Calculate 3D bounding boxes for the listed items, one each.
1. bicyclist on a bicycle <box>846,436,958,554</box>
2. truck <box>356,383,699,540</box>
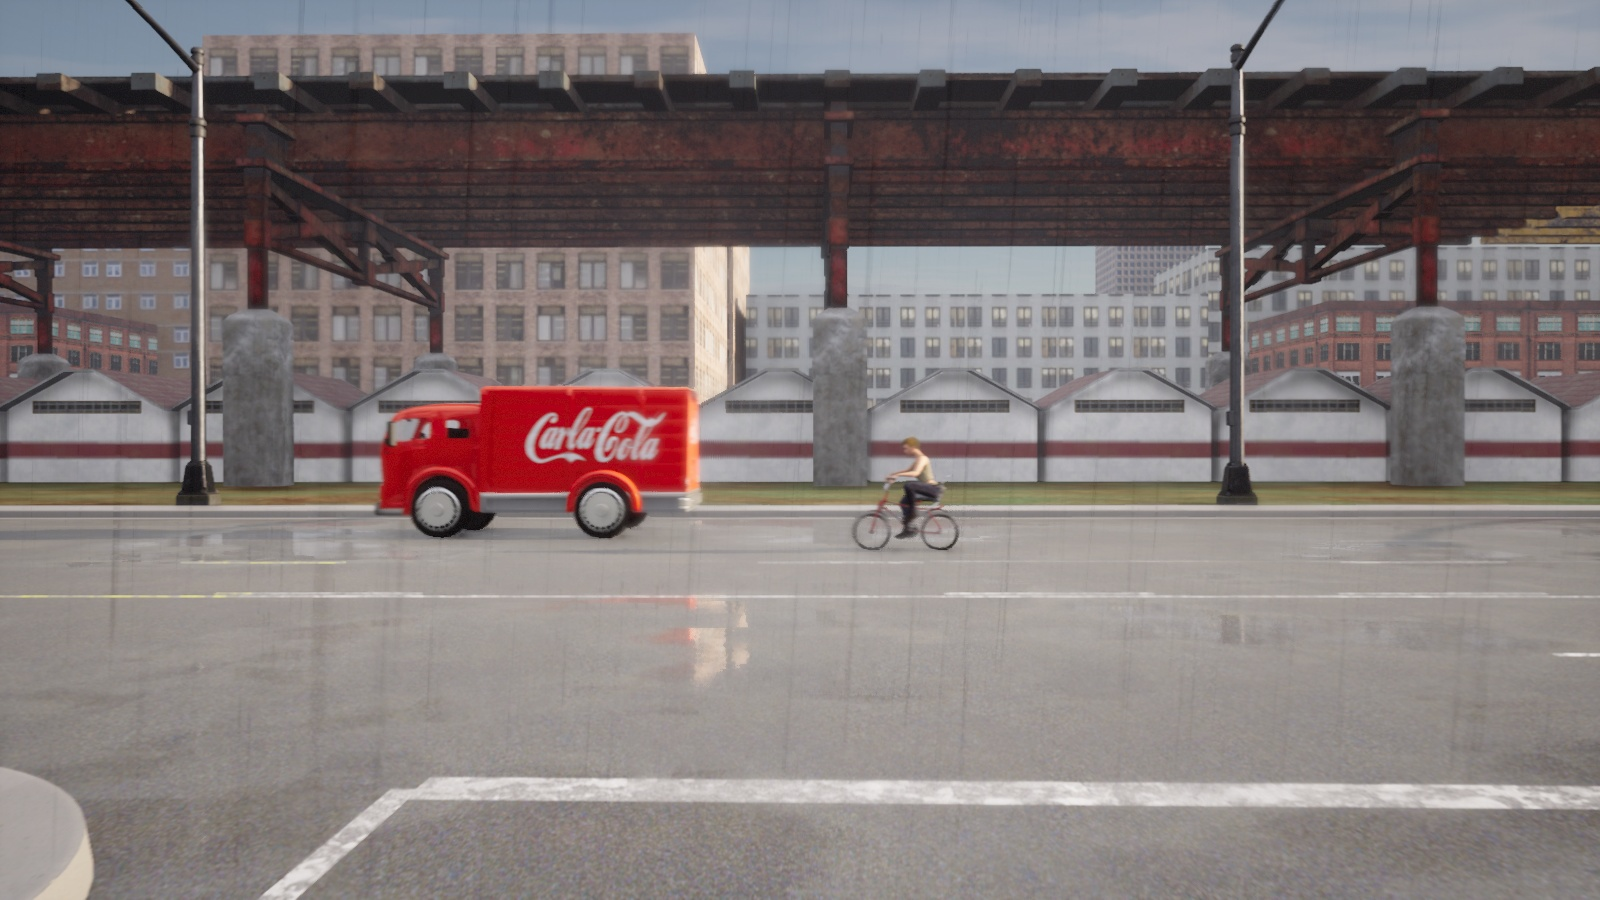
[{"bbox_3d":[1.410,0.618,17.604,1.509,1.612,0.866,0,0,1],"label":"bicyclist on a bicycle"},{"bbox_3d":[-4.417,0.176,21.163,5.204,2.467,2.627,0,0,1],"label":"truck"}]
